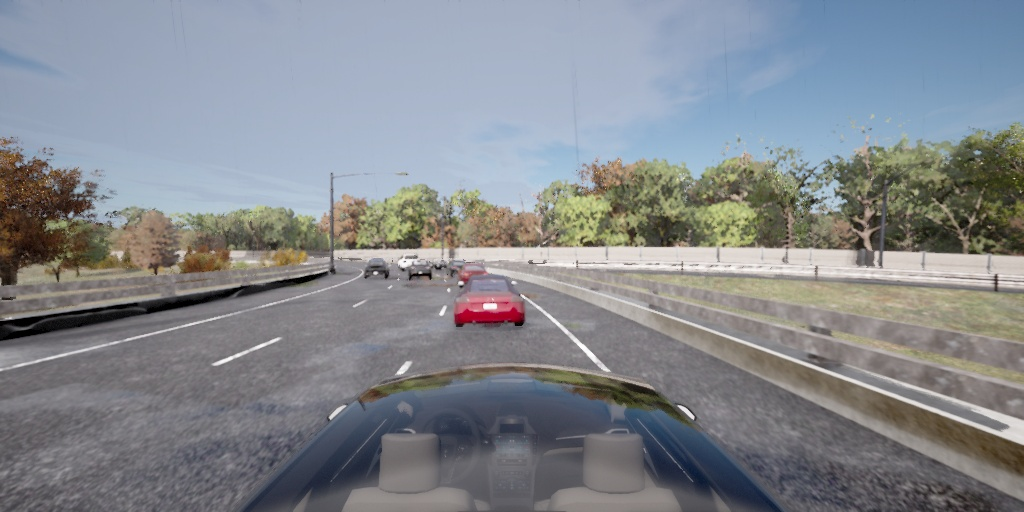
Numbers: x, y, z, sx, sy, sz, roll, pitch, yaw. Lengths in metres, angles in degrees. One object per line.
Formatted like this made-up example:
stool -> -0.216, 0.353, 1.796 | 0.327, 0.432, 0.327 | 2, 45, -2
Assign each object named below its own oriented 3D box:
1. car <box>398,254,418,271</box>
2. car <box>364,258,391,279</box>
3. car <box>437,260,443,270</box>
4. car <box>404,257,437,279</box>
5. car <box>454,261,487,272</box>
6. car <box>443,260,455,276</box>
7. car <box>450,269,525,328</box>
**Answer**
car -> -12.581, 0.788, 43.853 | 2.150, 2.045, 5.566 | 0, 1, -23
car -> -11.704, 1.126, 31.263 | 1.837, 1.490, 4.892 | 0, 0, -17
car -> -8.857, 1.160, 43.812 | 1.895, 1.301, 4.718 | 0, 0, -22
car -> -7.844, 1.113, 30.535 | 2.128, 1.511, 4.902 | 0, 0, -15
car -> -2.505, 1.179, 22.862 | 1.812, 1.442, 4.674 | 0, 0, -11
car -> -4.995, 1.133, 33.100 | 1.812, 1.442, 4.674 | 0, 0, -16
car -> -0.754, 1.269, 11.272 | 1.994, 1.385, 4.181 | 0, 0, -5
